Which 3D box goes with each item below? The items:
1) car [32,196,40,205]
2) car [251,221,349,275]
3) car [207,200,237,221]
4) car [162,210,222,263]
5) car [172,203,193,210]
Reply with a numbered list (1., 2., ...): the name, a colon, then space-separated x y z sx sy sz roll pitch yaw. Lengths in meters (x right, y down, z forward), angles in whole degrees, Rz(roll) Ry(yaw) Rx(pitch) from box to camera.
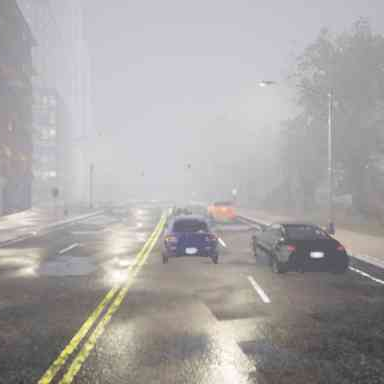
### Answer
1. car: -27.068 1.321 54.106 4.097 1.590 1.967 1 -1 -13
2. car: 3.193 1.606 10.618 1.994 1.385 4.181 0 0 -1
3. car: 2.452 1.466 28.672 2.097 1.767 4.553 0 0 -3
4. car: -0.088 1.579 12.111 1.812 1.442 4.674 0 0 -1
5. car: -0.974 1.730 31.590 1.895 1.301 4.718 0 0 -4
